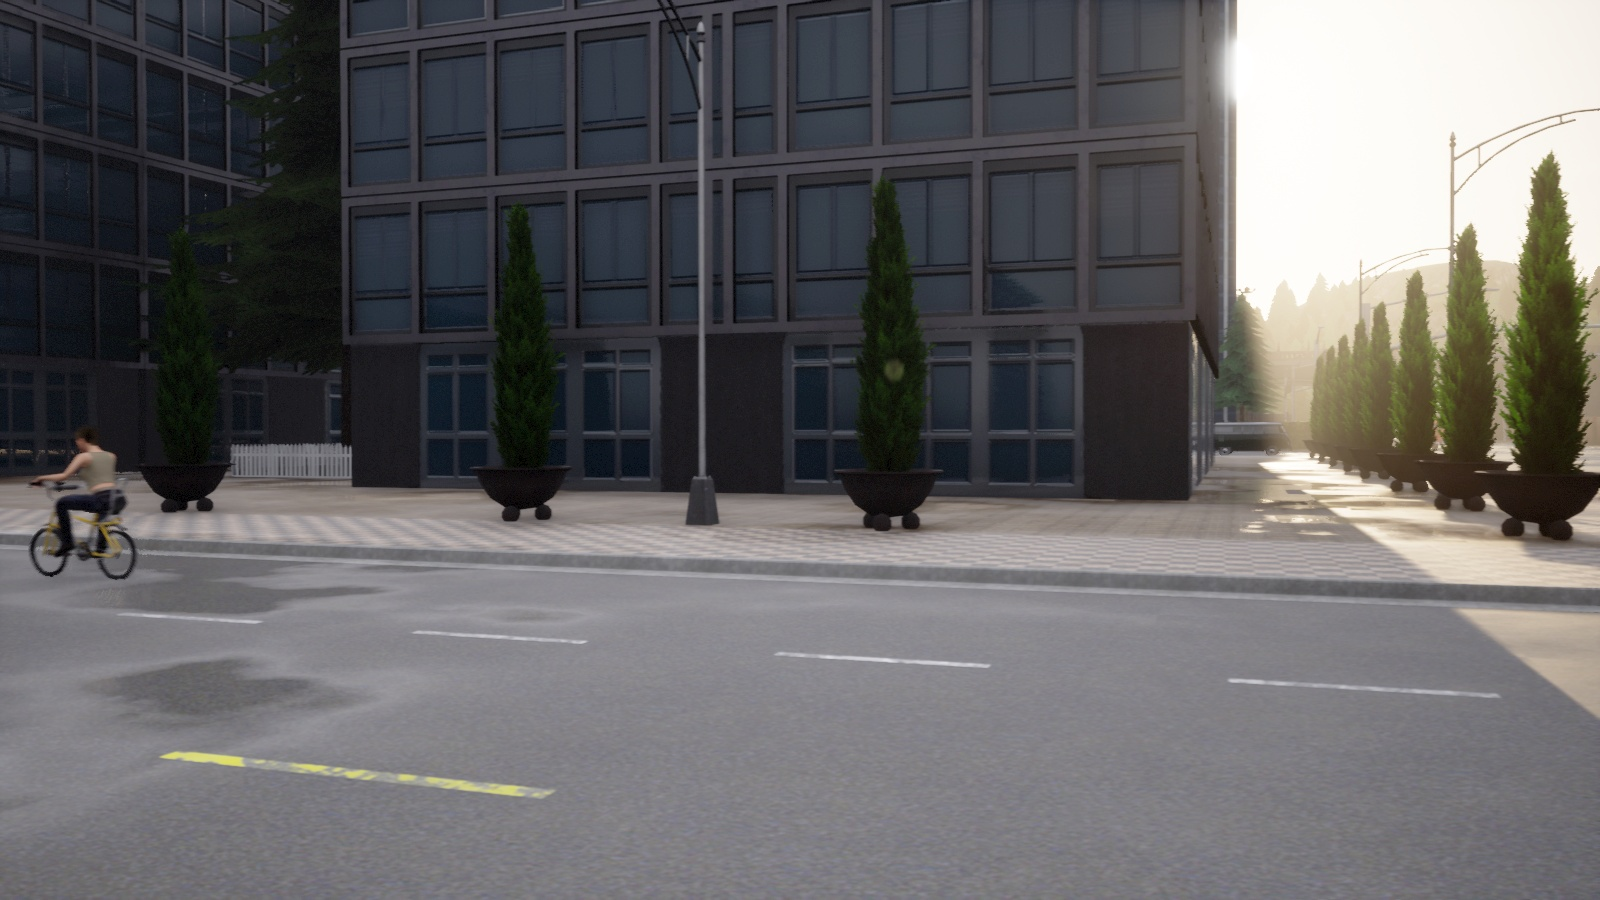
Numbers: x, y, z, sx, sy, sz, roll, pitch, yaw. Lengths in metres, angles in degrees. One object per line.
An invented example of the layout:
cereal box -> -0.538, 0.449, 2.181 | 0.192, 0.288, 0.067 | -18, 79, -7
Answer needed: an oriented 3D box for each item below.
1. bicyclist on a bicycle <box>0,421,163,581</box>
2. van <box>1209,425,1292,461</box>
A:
bicyclist on a bicycle -> -7.669, 0.500, 13.267 | 1.509, 1.612, 0.866 | 1, 1, 20
van -> 25.964, -0.424, 72.545 | 4.442, 1.987, 1.775 | 0, 1, 19
